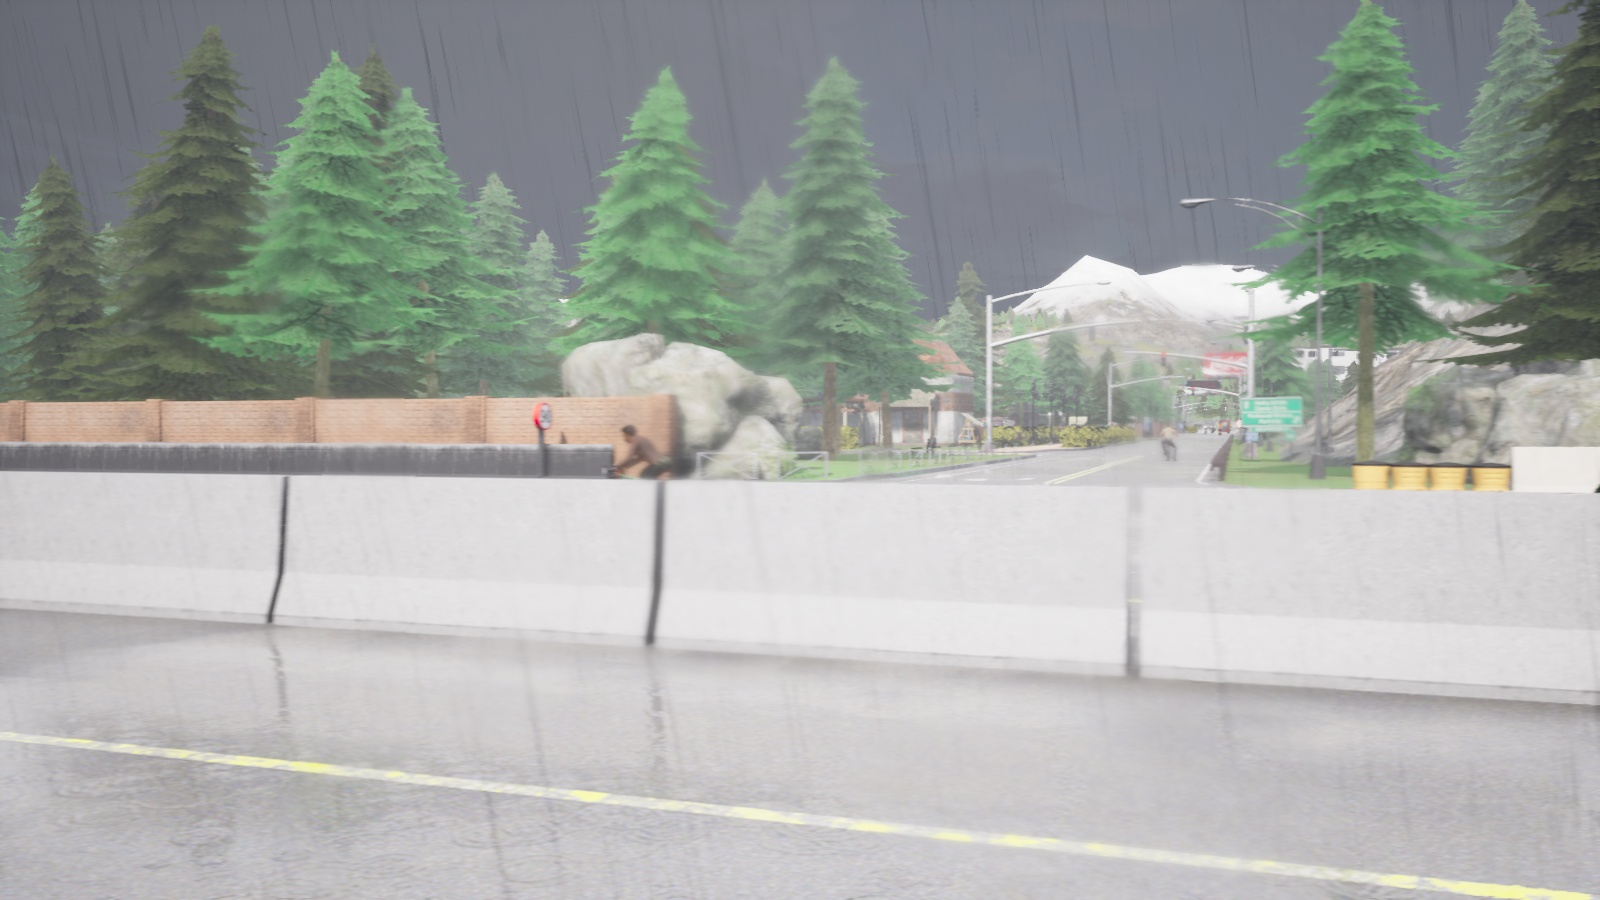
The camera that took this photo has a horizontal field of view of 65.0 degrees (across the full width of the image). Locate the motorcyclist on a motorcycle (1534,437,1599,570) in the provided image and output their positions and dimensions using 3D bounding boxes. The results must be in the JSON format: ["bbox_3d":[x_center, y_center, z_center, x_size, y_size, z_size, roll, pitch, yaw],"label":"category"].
[{"bbox_3d":[9.833,0.625,14.654,2.044,1.523,0.797,1,1,19],"label":"motorcyclist on a motorcycle"}]
